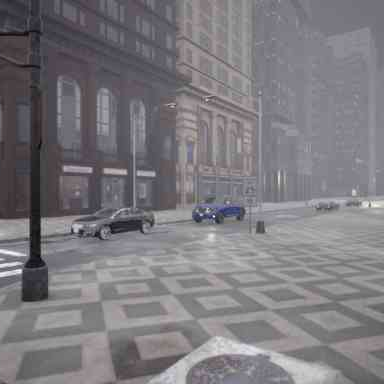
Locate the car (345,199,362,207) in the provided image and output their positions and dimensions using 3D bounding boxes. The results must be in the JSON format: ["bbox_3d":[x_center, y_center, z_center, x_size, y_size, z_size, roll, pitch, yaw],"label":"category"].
[{"bbox_3d":[26.717,1.768,54.821,1.895,1.301,4.718,0,0,35],"label":"car"}]

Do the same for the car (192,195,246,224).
[{"bbox_3d":[2.258,1.295,26.132,2.150,2.045,5.566,0,0,35],"label":"car"}]

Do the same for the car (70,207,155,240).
[{"bbox_3d":[-3.990,1.532,17.406,2.128,1.511,4.902,0,0,34],"label":"car"}]

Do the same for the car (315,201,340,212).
[{"bbox_3d":[16.751,1.725,40.892,1.895,1.301,4.718,0,0,36],"label":"car"}]
